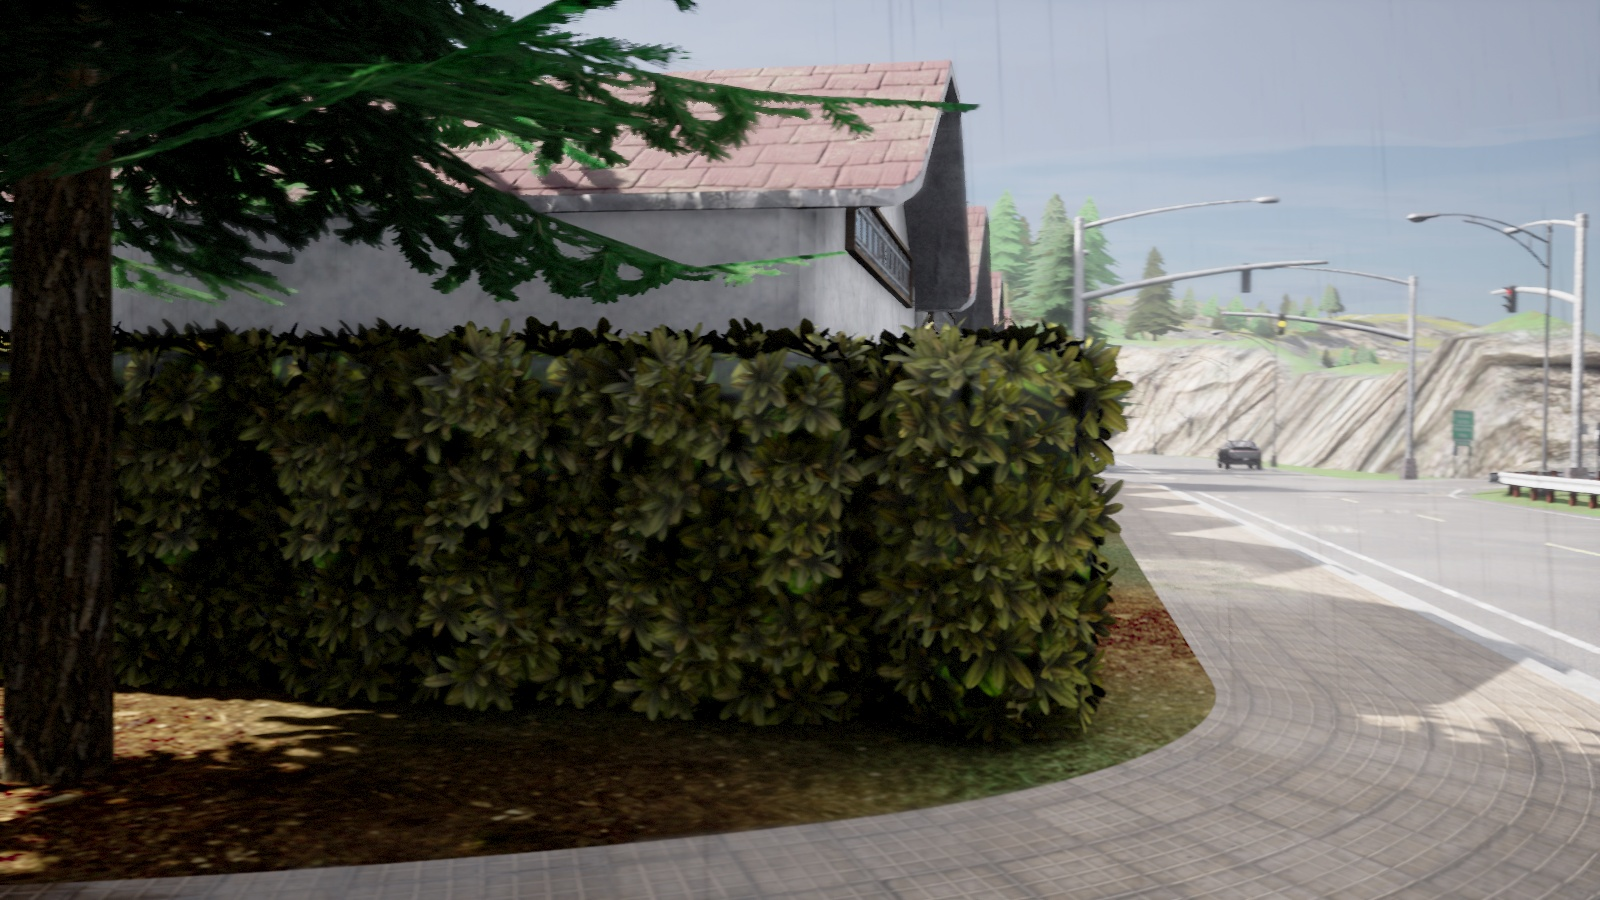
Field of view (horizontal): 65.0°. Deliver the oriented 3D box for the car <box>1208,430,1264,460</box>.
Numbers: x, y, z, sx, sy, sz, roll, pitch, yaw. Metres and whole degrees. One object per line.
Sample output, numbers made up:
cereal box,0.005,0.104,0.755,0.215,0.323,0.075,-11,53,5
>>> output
car,22.768,-0.294,65.761,2.128,1.511,4.902,0,1,11
